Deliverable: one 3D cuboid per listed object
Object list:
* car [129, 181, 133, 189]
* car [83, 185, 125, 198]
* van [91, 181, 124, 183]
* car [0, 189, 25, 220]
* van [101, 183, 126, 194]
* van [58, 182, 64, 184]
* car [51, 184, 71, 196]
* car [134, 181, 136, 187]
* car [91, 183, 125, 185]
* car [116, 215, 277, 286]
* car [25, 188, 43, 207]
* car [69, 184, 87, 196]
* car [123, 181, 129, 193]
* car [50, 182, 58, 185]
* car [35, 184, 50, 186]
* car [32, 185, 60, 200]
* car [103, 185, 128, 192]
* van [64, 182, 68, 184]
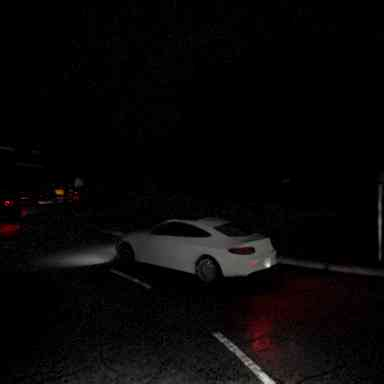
[{"bbox_3d":[-16.515,-1.146,76.327,4.892,1.521,2.231,-1,3,-5],"label":"car"},{"bbox_3d":[-12.253,0.161,46.704,4.892,1.521,2.231,-1,2,-10],"label":"car"},{"bbox_3d":[-13.307,-0.283,52.101,4.442,1.987,1.878,-1,2,-10],"label":"van"},{"bbox_3d":[-13.370,0.831,23.328,2.150,2.045,5.566,-1,2,-22],"label":"car"},{"bbox_3d":[-14.812,-0.741,62.788,4.442,1.987,1.878,-1,3,-8],"label":"van"},{"bbox_3d":[-33.491,-1.440,81.179,1.878,1.987,4.442,-1,3,-3],"label":"van"},{"bbox_3d":[-21.566,-0.105,54.819,1.882,1.535,5.008,-1,3,-9],"label":"car"},{"bbox_3d":[-16.985,-1.391,81.891,4.792,1.488,2.163,-1,3,-3],"label":"car"},{"bbox_3d":[-12.689,-0.075,49.417,4.553,1.767,2.185,-1,2,-10],"label":"car"},{"bbox_3d":[-0.075,1.349,8.847,4.674,1.442,1.812,1,2,40],"label":"car"},{"bbox_3d":[-17.304,0.706,34.766,1.837,1.490,4.892,-1,2,-15],"label":"car"},{"bbox_3d":[-18.644,-0.134,55.546,1.837,1.490,4.892,-1,3,-9],"label":"car"},{"bbox_3d":[-13.640,-0.421,54.827,5.566,2.045,2.435,-1,3,-9],"label":"car"},{"bbox_3d":[-33.101,-0.926,75.750,2.163,1.488,4.792,-1,3,-4],"label":"car"},{"bbox_3d":[-32.590,-0.700,70.286,2.097,1.535,5.008,-1,3,-5],"label":"car"},{"bbox_3d":[-19.788,0.285,45.198,1.882,1.535,5.008,-1,3,-10],"label":"car"},{"bbox_3d":[-15.639,-0.720,68.193,4.674,1.452,2.002,-1,3,-7],"label":"car"},{"bbox_3d":[-33.784,-1.689,86.704,1.878,1.987,4.442,-1,2,-2],"label":"van"}]
